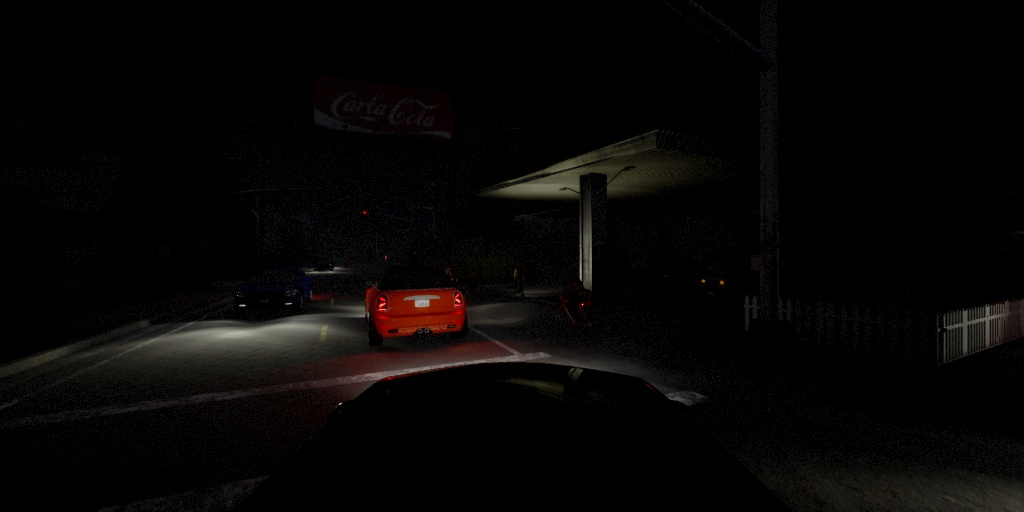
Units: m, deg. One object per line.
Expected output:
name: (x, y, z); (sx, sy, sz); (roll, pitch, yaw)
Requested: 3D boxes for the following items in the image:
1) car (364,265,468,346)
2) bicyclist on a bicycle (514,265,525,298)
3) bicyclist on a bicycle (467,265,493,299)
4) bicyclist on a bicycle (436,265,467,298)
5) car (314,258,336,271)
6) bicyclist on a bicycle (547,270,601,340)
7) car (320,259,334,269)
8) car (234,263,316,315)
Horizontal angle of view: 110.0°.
car: (-2.722, 1.013, 9.456); (2.097, 1.767, 4.553); (0, 0, -23)
bicyclist on a bicycle: (0.364, 1.283, 18.051); (0.582, 1.620, 1.656); (0, 0, 15)
bicyclist on a bicycle: (-1.741, 1.282, 17.884); (1.656, 1.620, 0.582); (1, 0, -23)
bicyclist on a bicycle: (-3.014, 1.253, 16.470); (1.656, 1.620, 0.582); (1, 0, 36)
car: (-24.451, 1.044, 46.596); (2.097, 1.767, 4.553); (0, 0, -25)
bicyclist on a bicycle: (1.504, 1.185, 8.866); (0.582, 1.620, 1.656); (3, -2, -44)
car: (-28.589, 1.200, 55.559); (1.837, 1.490, 4.892); (0, 0, -25)
car: (-8.797, 1.171, 13.542); (1.882, 1.535, 5.008); (1, -1, -24)
